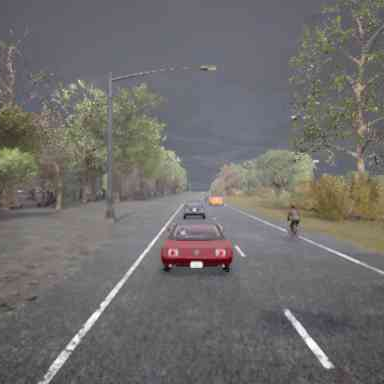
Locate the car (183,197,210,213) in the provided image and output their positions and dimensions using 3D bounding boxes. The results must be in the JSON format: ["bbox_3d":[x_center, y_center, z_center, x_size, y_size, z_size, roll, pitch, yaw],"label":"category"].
[{"bbox_3d":[0.196,1.472,28.840,2.033,1.411,5.357,0,0,0],"label":"car"}]

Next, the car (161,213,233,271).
[{"bbox_3d":[0.132,1.573,10.717,1.895,1.301,4.718,0,0,0],"label":"car"}]

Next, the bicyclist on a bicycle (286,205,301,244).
[{"bbox_3d":[4.515,1.422,14.769,0.582,1.620,1.656,0,0,0],"label":"bicyclist on a bicycle"}]

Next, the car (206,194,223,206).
[{"bbox_3d":[3.793,1.218,53.362,2.097,1.767,4.553,0,0,0],"label":"car"}]
